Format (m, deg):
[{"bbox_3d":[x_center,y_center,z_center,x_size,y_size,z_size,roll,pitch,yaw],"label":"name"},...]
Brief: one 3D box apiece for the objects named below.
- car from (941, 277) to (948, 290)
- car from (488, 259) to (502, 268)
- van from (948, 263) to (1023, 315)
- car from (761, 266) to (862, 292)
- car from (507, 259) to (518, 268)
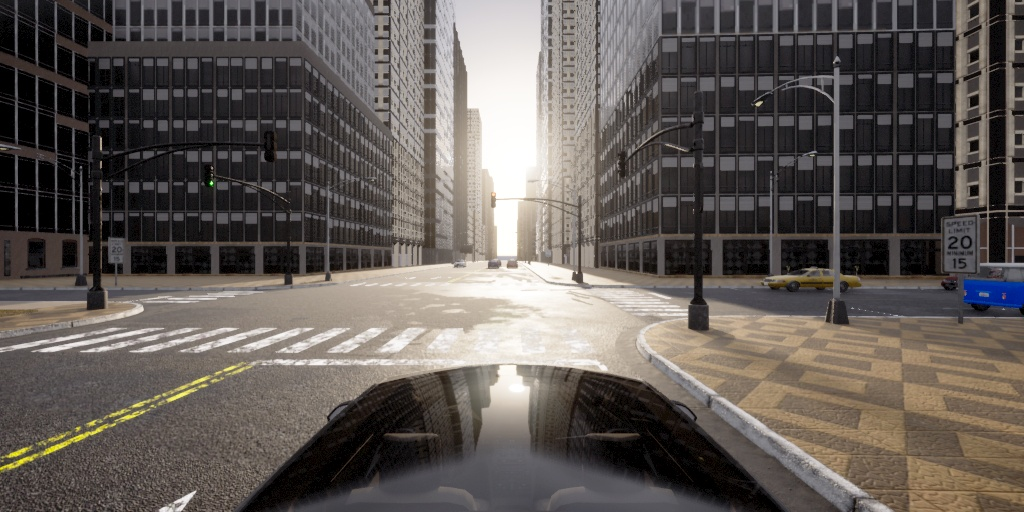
[{"bbox_3d":[26.937,1.356,20.160,4.207,1.307,1.802,0,0,2],"label":"car"},{"bbox_3d":[-3.201,1.336,62.836,1.882,1.535,5.008,0,0,0],"label":"car"},{"bbox_3d":[18.367,1.119,12.479,3.998,1.789,1.690,0,0,2],"label":"van"},{"bbox_3d":[17.103,1.293,20.652,4.829,1.417,1.751,0,0,2],"label":"car"},{"bbox_3d":[0.050,1.425,63.666,1.994,1.385,4.181,0,0,0],"label":"car"}]
